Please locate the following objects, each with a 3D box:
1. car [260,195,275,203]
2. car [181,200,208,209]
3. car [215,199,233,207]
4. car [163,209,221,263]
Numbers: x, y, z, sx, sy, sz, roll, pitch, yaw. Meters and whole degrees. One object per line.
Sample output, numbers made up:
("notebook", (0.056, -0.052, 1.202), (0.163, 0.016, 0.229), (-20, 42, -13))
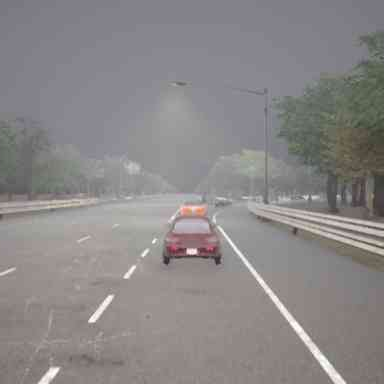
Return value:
("car", (16.970, 1.484, 74.443), (2.097, 1.767, 4.553), (0, 0, 38))
("car", (0.217, 1.411, 28.090), (2.097, 1.767, 4.553), (0, 0, 4))
("car", (5.104, 1.711, 52.350), (1.895, 1.301, 4.718), (0, 0, 20))
("car", (0.000, 1.551, 11.888), (1.812, 1.442, 4.674), (0, 0, 0))
